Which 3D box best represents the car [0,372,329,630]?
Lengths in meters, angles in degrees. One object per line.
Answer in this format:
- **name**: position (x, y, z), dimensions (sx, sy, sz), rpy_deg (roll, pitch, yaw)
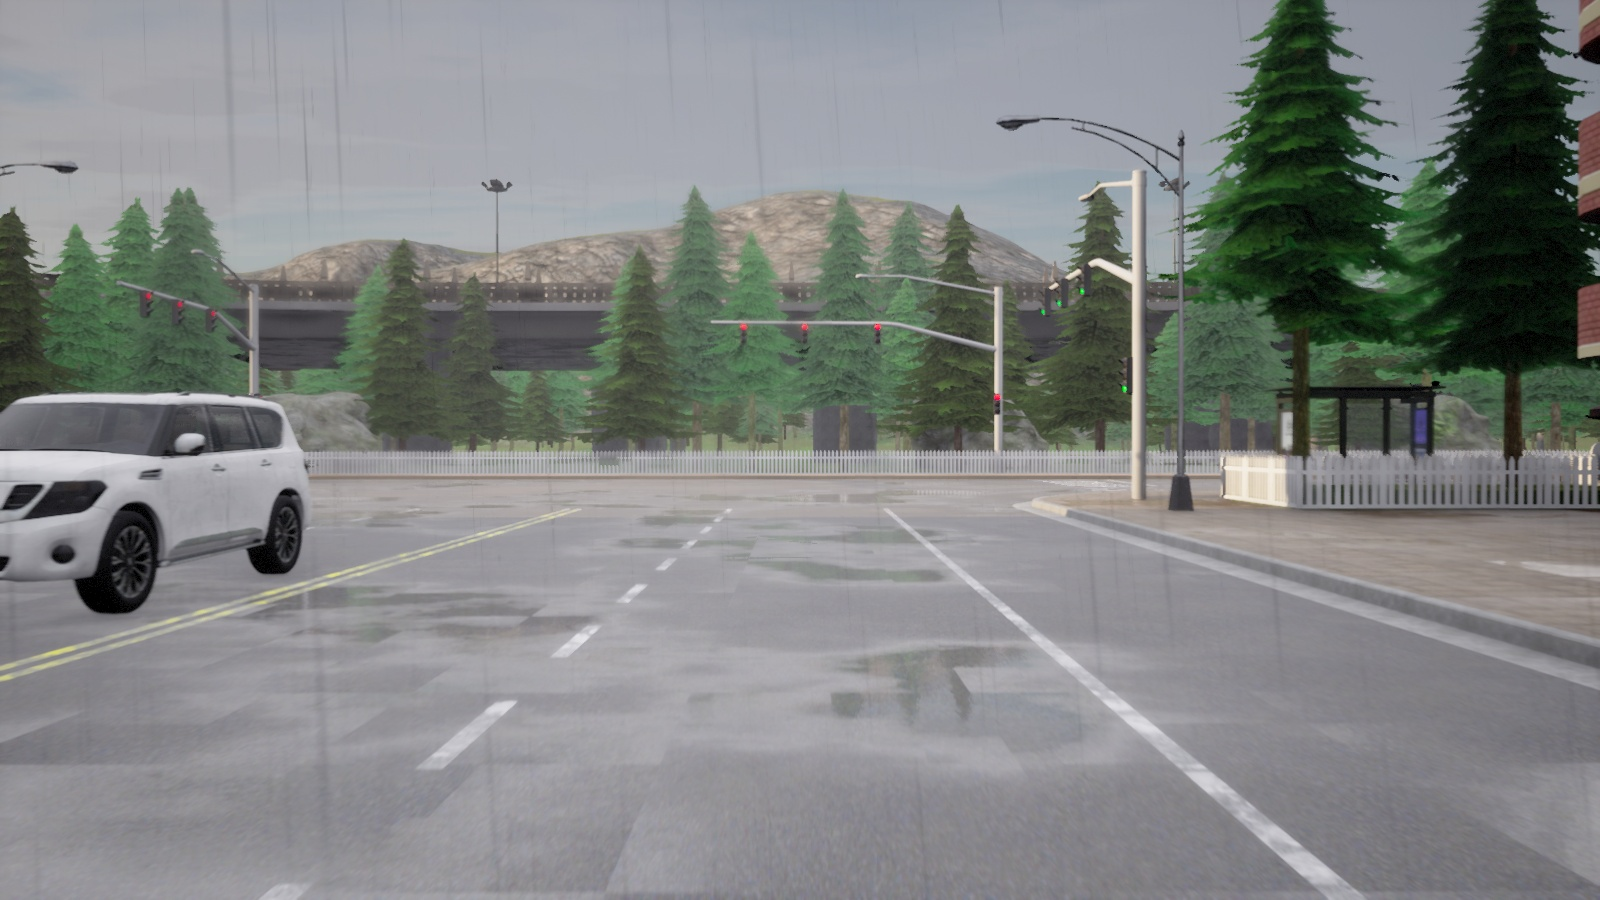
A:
- **car**: position (-6.911, 0.388, 12.746), dimensions (2.150, 2.045, 5.566), rpy_deg (0, 0, 0)
